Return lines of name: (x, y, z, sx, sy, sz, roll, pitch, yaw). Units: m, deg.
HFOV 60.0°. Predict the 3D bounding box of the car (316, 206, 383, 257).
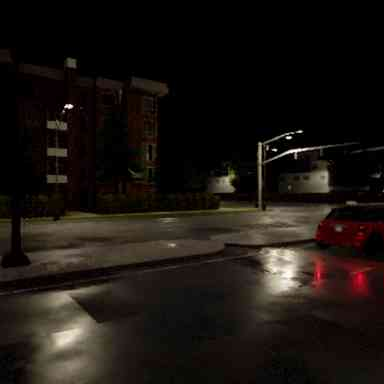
car: (6.981, 1.333, 13.148, 4.553, 1.767, 2.097, 0, 0, -35)
